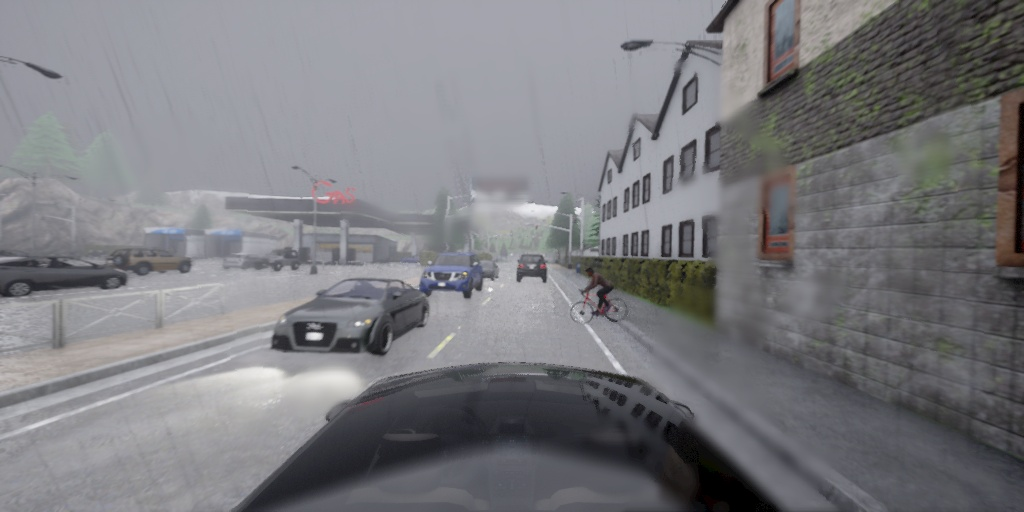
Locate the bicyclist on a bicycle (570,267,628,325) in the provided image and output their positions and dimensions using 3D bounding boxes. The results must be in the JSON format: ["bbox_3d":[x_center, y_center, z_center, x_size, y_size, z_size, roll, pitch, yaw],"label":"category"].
[{"bbox_3d":[2.455,1.136,10.310,1.656,1.620,0.582,-5,0,3],"label":"bicyclist on a bicycle"}]

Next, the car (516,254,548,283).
[{"bbox_3d":[1.514,0.858,27.057,2.150,2.045,5.566,1,0,4],"label":"car"}]

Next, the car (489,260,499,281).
[{"bbox_3d":[-2.106,1.054,27.845,1.837,1.490,4.892,1,0,4],"label":"car"}]

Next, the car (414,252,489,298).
[{"bbox_3d":[-2.744,0.816,17.655,2.150,2.045,5.566,1,0,4],"label":"car"}]

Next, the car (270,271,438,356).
[{"bbox_3d":[-3.320,1.201,8.227,1.994,1.385,4.181,1,0,3],"label":"car"}]
